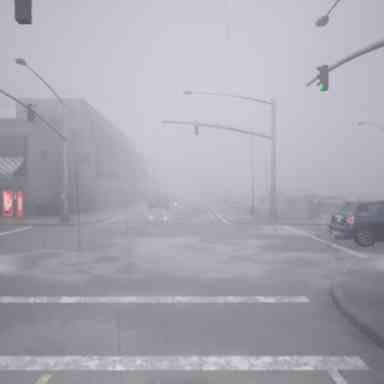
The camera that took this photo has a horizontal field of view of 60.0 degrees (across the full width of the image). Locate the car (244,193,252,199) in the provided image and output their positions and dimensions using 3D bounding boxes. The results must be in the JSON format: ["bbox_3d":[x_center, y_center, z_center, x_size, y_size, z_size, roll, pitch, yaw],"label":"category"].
[{"bbox_3d":[13.768,0.949,76.090,3.633,1.501,1.845,0,0,0],"label":"car"}]

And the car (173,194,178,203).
[{"bbox_3d":[-3.628,1.128,60.421,1.882,1.535,5.008,0,0,0],"label":"car"}]

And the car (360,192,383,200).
[{"bbox_3d":[39.860,0.923,73.005,5.027,1.636,2.152,0,0,0],"label":"car"}]

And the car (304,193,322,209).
[{"bbox_3d":[14.435,1.042,35.389,3.806,1.475,1.970,0,0,0],"label":"car"}]

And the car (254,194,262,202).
[{"bbox_3d":[13.662,0.780,57.504,4.605,1.855,1.932,0,0,0],"label":"car"}]

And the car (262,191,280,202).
[{"bbox_3d":[14.079,0.776,54.599,3.866,1.878,1.905,0,0,0],"label":"car"}]

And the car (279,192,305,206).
[{"bbox_3d":[14.100,0.927,41.806,5.027,1.636,2.152,0,0,0],"label":"car"}]

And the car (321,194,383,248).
[{"bbox_3d":[7.774,1.097,12.834,4.553,1.767,2.097,0,0,0],"label":"car"}]

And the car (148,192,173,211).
[{"bbox_3d":[-3.654,1.002,37.809,2.150,2.045,5.566,0,0,0],"label":"car"}]

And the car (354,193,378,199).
[{"bbox_3d":[39.802,0.914,76.142,4.514,1.523,2.007,0,0,0],"label":"car"}]

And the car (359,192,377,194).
[{"bbox_3d":[32.206,0.981,61.147,3.633,1.501,1.845,0,0,0],"label":"car"}]

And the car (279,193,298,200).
[{"bbox_3d":[21.194,0.977,73.122,3.806,1.475,1.970,0,0,0],"label":"car"}]
